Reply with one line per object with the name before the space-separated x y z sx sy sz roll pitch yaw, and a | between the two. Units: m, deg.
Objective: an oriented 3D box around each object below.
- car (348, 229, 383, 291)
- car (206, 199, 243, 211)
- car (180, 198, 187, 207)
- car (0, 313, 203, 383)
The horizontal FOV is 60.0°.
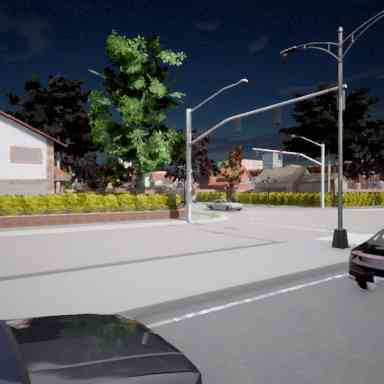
car | 5.600 1.475 7.723 4.902 1.511 2.128 0 0 -35
car | 3.754 1.505 38.422 1.895 1.301 4.718 0 0 -36
car | -2.129 1.483 46.593 1.895 1.301 4.718 0 0 -36
car | -2.442 1.543 2.004 5.357 1.411 2.033 0 0 -36
